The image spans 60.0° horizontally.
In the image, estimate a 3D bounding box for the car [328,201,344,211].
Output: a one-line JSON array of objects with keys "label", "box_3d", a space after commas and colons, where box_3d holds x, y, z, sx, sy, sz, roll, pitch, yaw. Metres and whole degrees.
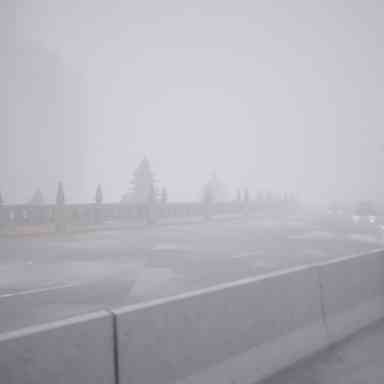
[{"label": "car", "box_3d": [20.367, 1.950, 46.966, 2.033, 1.411, 5.357, 0, -1, 24]}]

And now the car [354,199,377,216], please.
[{"label": "car", "box_3d": [19.131, 1.798, 36.698, 1.837, 1.490, 4.892, 0, -1, 29]}]

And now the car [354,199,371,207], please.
[{"label": "car", "box_3d": [32.752, 2.065, 64.078, 1.812, 1.442, 4.674, 0, -1, 12]}]
